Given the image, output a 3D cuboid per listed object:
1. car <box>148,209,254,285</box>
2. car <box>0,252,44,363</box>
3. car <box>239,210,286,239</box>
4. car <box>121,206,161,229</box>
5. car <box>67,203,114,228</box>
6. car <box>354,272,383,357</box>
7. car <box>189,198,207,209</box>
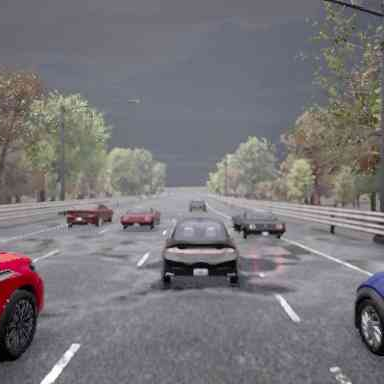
[{"bbox_3d":[0.229,1.473,9.453,2.128,1.511,4.902,0,0,1],"label":"car"},{"bbox_3d":[-3.370,1.215,2.728,2.150,2.045,5.566,0,0,1],"label":"car"},{"bbox_3d":[3.198,1.567,17.024,1.895,1.301,4.718,0,0,-2],"label":"car"},{"bbox_3d":[-3.091,1.561,21.078,1.895,1.301,4.718,0,0,1],"label":"car"},{"bbox_3d":[-6.576,1.436,21.979,1.882,1.535,5.008,0,0,1],"label":"car"},{"bbox_3d":[3.499,1.344,3.172,2.097,1.767,4.553,0,0,-1],"label":"car"},{"bbox_3d":[0.678,1.425,38.710,2.128,1.511,4.902,0,0,1],"label":"car"}]
